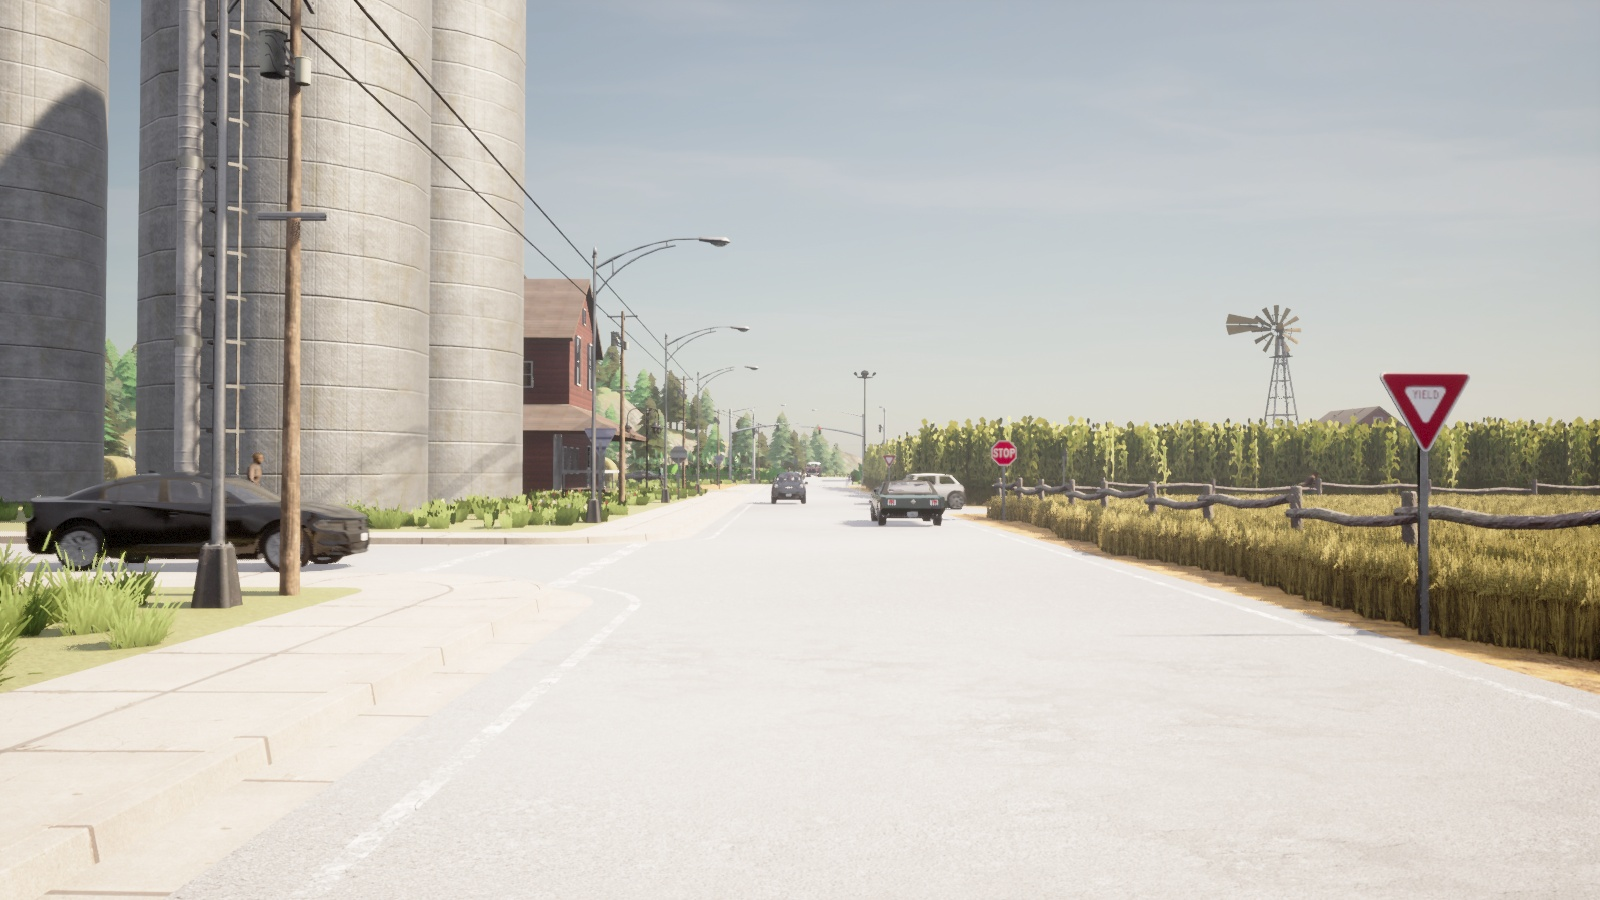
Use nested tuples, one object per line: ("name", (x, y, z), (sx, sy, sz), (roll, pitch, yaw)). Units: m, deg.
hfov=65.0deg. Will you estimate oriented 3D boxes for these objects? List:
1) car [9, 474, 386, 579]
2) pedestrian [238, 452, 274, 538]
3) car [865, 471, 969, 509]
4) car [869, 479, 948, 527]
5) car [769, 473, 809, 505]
("car", (-9.338, 1.161, 19.777), (5.008, 1.535, 1.882), (0, -1, -1))
("pedestrian", (-11.860, 0.976, 27.391), (0.634, 1.846, 0.331), (0, -1, 3))
("car", (4.792, 1.625, 51.600), (3.806, 1.475, 1.970), (0, -1, -14))
("car", (3.166, 1.531, 37.538), (1.895, 1.301, 4.718), (0, -1, 0))
("car", (-0.526, 1.838, 60.131), (1.845, 1.501, 3.633), (0, -1, -1))
